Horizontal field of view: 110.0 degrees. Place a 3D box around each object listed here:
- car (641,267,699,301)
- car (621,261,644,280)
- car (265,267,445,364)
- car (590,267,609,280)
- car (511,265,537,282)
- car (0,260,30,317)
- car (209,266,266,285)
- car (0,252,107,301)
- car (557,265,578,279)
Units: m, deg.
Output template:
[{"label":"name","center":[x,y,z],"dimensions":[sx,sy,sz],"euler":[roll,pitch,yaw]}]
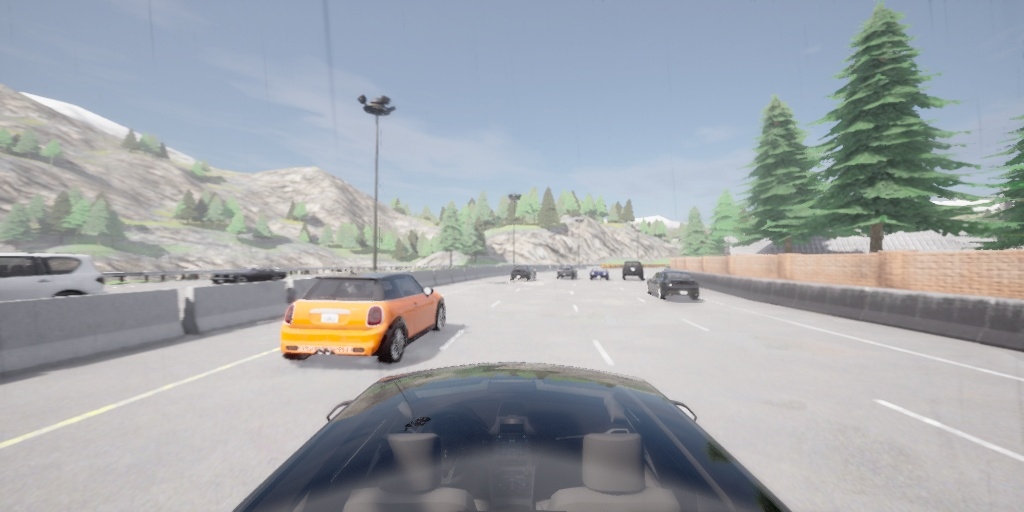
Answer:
[{"label":"car","center":[8.828,1.569,20.017],"dimensions":[1.837,1.490,4.892],"euler":[0,0,9]},{"label":"car","center":[13.420,1.567,39.926],"dimensions":[2.150,2.045,5.566],"euler":[0,-1,17]},{"label":"car","center":[-3.052,1.143,8.412],"dimensions":[2.097,1.767,4.553],"euler":[1,-1,4]},{"label":"car","center":[9.562,1.890,39.049],"dimensions":[1.895,1.301,4.718],"euler":[0,-1,16]},{"label":"car","center":[1.175,1.651,34.934],"dimensions":[1.837,1.490,4.892],"euler":[0,0,14]},{"label":"car","center":[-17.174,0.994,9.651],"dimensions":[2.097,1.767,4.553],"euler":[1,-1,5]},{"label":"car","center":[-18.773,1.409,25.759],"dimensions":[1.895,1.301,4.718],"euler":[1,-1,10]},{"label":"car","center":[-13.767,0.892,8.761],"dimensions":[2.150,2.045,5.566],"euler":[1,-1,4]},{"label":"car","center":[6.183,1.753,39.928],"dimensions":[2.128,1.511,4.902],"euler":[0,-1,16]}]
